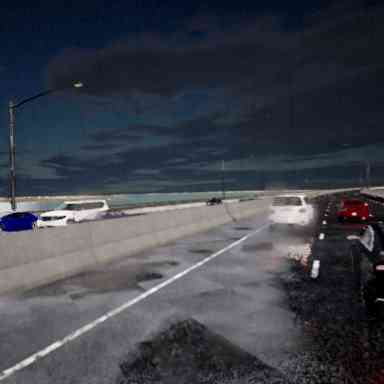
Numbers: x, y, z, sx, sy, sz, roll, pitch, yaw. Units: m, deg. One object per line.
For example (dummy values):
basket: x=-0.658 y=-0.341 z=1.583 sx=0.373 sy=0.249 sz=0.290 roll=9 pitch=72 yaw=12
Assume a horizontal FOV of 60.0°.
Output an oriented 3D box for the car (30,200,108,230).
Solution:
car: x=-7.993 y=1.618 z=23.172 sx=2.150 sy=2.045 sz=5.566 roll=-2 pitch=0 yaw=23

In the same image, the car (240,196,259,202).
car: x=10.519 y=1.527 z=57.653 sx=2.128 sy=1.511 sz=4.902 roll=-2 pitch=0 yaw=24

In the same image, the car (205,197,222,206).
car: x=3.937 y=1.757 z=60.046 sx=1.837 sy=1.490 sz=4.892 roll=-2 pitch=0 yaw=24

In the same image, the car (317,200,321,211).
car: x=13.310 y=1.375 z=37.223 sx=2.033 sy=1.411 sz=5.357 roll=-2 pitch=0 yaw=23

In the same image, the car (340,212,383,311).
car: x=4.528 y=1.400 z=7.153 sx=2.128 sy=1.511 sz=4.902 roll=-2 pitch=0 yaw=22

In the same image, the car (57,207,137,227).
car: x=-5.329 y=1.845 z=20.446 sx=2.033 sy=1.411 sz=5.357 roll=-2 pitch=0 yaw=23

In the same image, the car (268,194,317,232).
car: x=6.017 y=1.169 z=19.976 sx=2.150 sy=2.045 sz=5.566 roll=-2 pitch=0 yaw=23

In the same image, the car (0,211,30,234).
car: x=-12.159 y=2.044 z=22.234 sx=1.812 sy=1.442 sz=4.674 roll=-2 pitch=0 yaw=23

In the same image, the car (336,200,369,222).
car: x=11.568 y=1.278 z=24.068 sx=1.882 sy=1.535 sz=5.008 roll=-2 pitch=0 yaw=23

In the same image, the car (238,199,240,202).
car: x=10.600 y=1.684 z=66.476 sx=1.895 sy=1.301 sz=4.718 roll=-2 pitch=0 yaw=23
